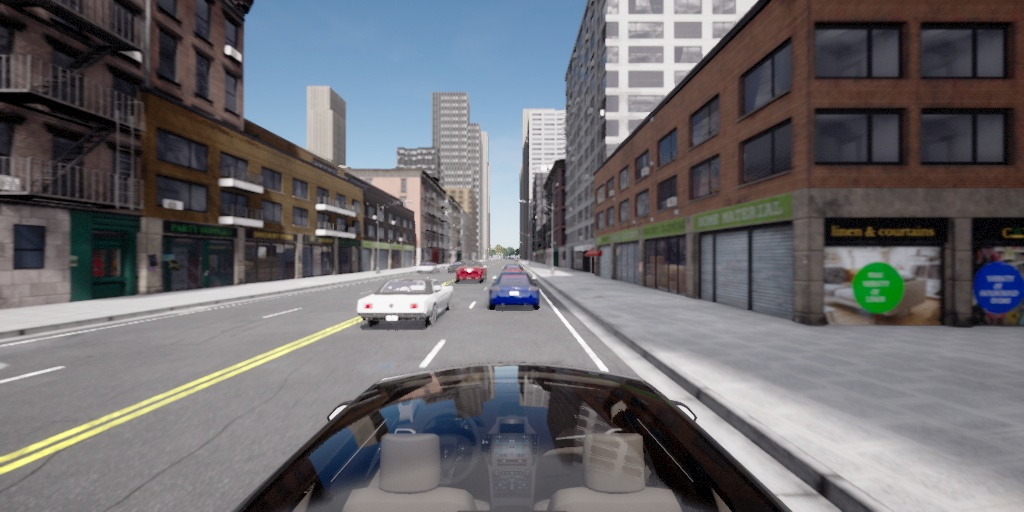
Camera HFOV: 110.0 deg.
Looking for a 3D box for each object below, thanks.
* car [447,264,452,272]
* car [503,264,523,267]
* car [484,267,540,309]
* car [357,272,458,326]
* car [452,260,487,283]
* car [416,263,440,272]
[{"bbox_3d":[-6.580,1.383,43.293,1.994,1.385,4.181,0,0,0],"label":"car"},{"bbox_3d":[0.097,1.354,31.029,1.994,1.385,4.181,0,0,0],"label":"car"},{"bbox_3d":[0.092,1.331,15.110,1.994,1.385,4.181,0,0,0],"label":"car"},{"bbox_3d":[-3.167,1.363,11.734,1.895,1.301,4.718,0,0,0],"label":"car"},{"bbox_3d":[-3.160,1.137,28.684,2.097,1.767,4.553,0,0,0],"label":"car"},{"bbox_3d":[-9.834,1.417,42.103,1.895,1.301,4.718,0,0,0],"label":"car"}]
